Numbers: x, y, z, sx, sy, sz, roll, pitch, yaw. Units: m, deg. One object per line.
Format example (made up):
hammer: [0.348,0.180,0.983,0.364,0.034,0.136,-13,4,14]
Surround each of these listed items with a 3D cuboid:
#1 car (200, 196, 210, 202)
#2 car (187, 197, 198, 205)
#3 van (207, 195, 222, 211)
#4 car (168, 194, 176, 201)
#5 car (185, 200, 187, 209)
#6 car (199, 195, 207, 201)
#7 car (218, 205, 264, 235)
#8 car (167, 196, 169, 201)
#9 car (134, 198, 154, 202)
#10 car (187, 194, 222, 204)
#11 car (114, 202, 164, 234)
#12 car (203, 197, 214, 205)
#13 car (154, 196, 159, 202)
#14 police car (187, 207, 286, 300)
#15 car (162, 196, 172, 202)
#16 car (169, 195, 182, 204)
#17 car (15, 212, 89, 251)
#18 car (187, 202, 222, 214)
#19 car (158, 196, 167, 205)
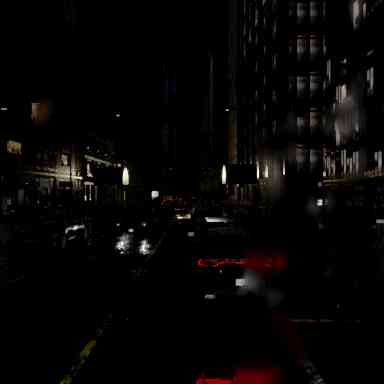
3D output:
car: [2.832,1.582,74.687,2.008,1.369,4.403,0,0,0]
car: [0.115,1.583,58.914,1.994,1.385,4.181,0,0,0]
van: [2.766,1.349,41.542,1.690,1.788,3.998,0,0,0]
car: [-5.516,1.485,91.272,1.967,1.590,4.097,0,0,0]
car: [0.106,1.515,45.725,1.837,1.490,4.892,0,0,0]
car: [2.854,1.566,85.905,1.752,1.417,4.829,0,0,0]
car: [2.725,1.551,19.445,2.008,1.369,4.403,0,0,0]
car: [-5.581,1.459,58.127,1.967,1.590,4.097,0,0,0]
car: [-5.624,1.555,36.031,2.008,1.369,4.403,0,0,0]
car: [0.948,1.226,24.496,2.150,2.045,5.566,0,0,0]
car: [-3.065,1.547,19.383,2.033,1.411,5.357,0,0,0]
car: [2.800,1.544,58.284,1.752,1.417,4.829,0,0,0]
car: [-5.613,1.552,41.555,1.887,1.381,4.507,0,0,0]
police car: [0.916,1.425,8.577,1.930,1.638,5.238,0,0,0]
car: [-5.548,1.613,74.700,1.802,1.307,4.206,0,0,0]
car: [-2.879,1.373,62.306,2.097,1.767,4.553,0,0,0]
car: [-5.667,1.550,13.935,2.008,1.369,4.403,0,0,0]
car: [0.813,1.504,18.467,1.837,1.490,4.892,0,0,0]
car: [-5.591,1.581,52.603,1.947,1.339,4.313,0,0,0]
